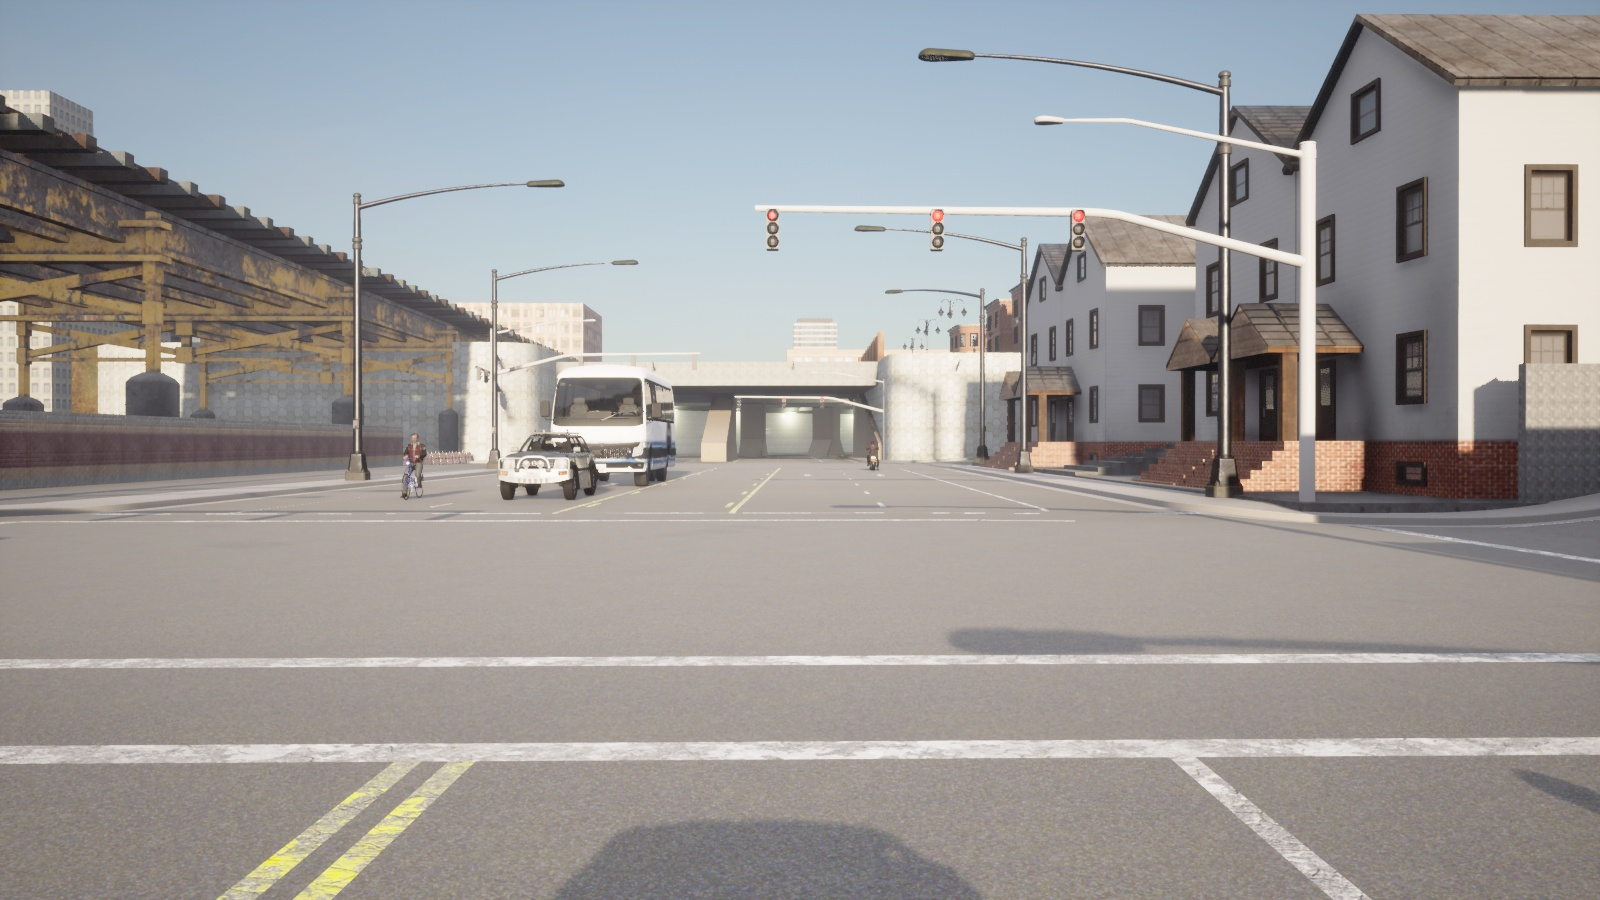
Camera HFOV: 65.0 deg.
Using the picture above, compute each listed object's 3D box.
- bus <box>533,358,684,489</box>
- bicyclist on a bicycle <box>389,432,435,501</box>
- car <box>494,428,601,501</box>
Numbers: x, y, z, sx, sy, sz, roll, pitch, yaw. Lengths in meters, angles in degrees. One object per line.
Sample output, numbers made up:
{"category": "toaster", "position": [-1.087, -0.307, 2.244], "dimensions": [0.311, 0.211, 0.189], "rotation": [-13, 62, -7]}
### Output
{"category": "bus", "position": [-6.718, -0.896, 46.125], "dimensions": [3.944, 4.253, 10.273], "rotation": [0, 0, 0]}
{"category": "bicyclist on a bicycle", "position": [-10.293, 0.420, 33.368], "dimensions": [0.659, 1.776, 1.843], "rotation": [0, 0, 0]}
{"category": "car", "position": [-6.784, 0.365, 34.192], "dimensions": [1.932, 1.855, 4.605], "rotation": [0, 0, 1]}
